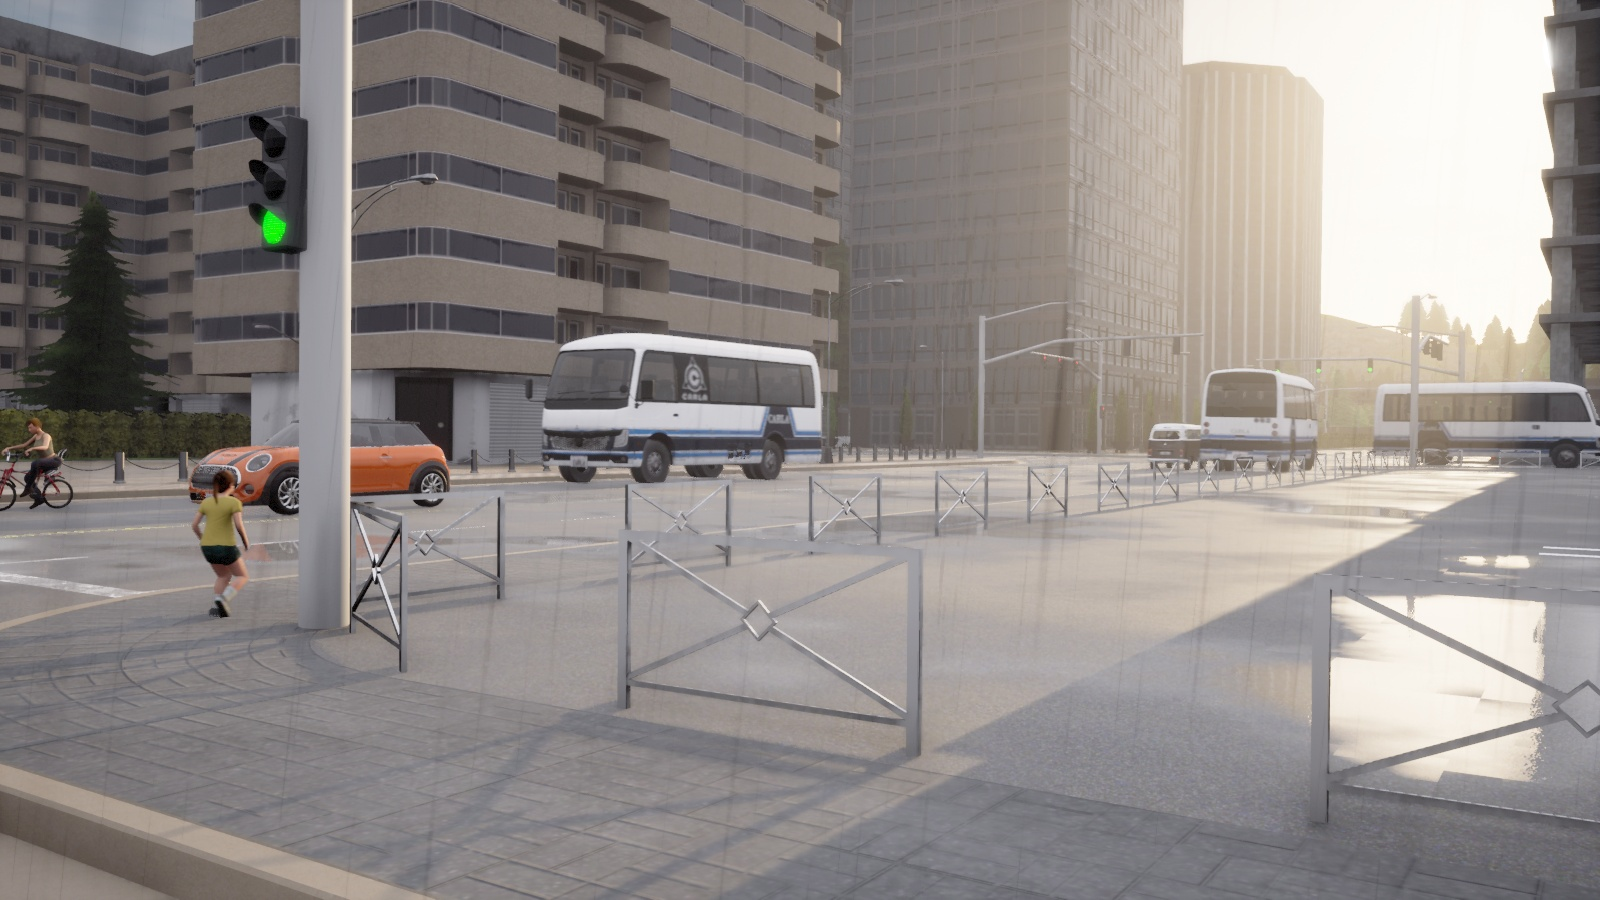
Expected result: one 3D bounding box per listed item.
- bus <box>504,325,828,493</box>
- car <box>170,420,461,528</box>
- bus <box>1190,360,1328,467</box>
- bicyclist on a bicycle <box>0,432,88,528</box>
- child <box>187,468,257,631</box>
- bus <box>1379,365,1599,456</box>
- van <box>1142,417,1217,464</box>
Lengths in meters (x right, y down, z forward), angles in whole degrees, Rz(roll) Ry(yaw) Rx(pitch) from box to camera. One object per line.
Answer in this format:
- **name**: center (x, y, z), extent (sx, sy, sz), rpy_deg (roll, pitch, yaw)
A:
- **bus**: center (-3.566, -1.122, 37.311), extent (3.944, 4.253, 10.273), rpy_deg (0, 1, 33)
- **car**: center (-8.683, 0.356, 22.910), extent (2.097, 1.767, 4.553), rpy_deg (0, 1, 33)
- **bus**: center (20.505, -1.589, 55.545), extent (3.944, 4.253, 10.273), rpy_deg (1, 2, 30)
- **bicyclist on a bicycle**: center (-13.460, 0.490, 21.949), extent (0.866, 1.612, 1.509), rpy_deg (0, 1, 33)
- **child**: center (-4.059, 0.686, 8.825), extent (0.255, 1.110, 0.394), rpy_deg (0, 1, 10)
- **bus**: center (34.764, -1.871, 62.626), extent (10.273, 4.253, 3.944), rpy_deg (0, 1, 32)
- **van**: center (17.079, -0.467, 56.423), extent (2.069, 2.038, 4.480), rpy_deg (0, 1, 33)
